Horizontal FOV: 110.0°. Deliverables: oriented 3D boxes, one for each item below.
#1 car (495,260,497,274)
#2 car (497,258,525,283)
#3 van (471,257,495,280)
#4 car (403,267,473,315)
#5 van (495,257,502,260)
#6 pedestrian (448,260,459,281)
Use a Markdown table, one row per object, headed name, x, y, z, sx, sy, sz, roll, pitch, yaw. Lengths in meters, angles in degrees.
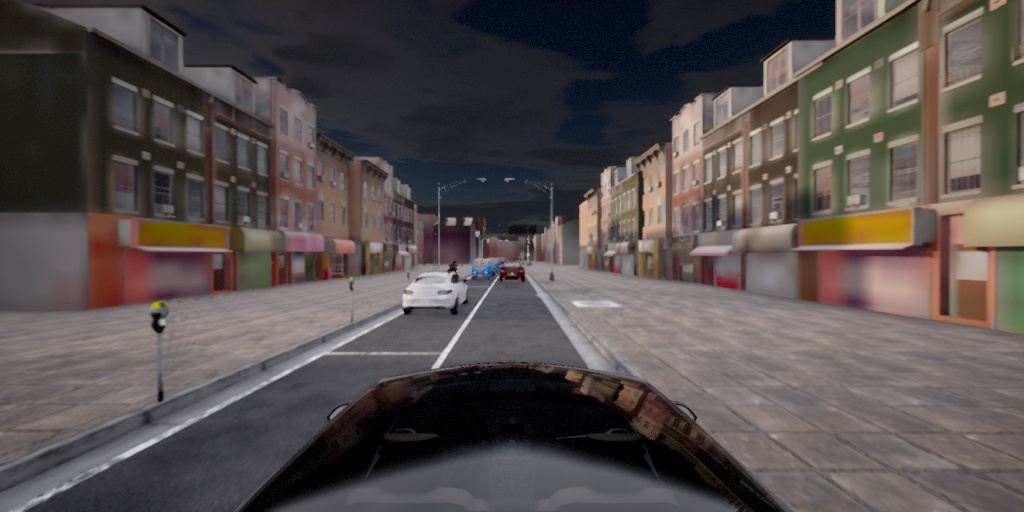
| name | x | y | z | sx | sy | sz | roll | pitch | yaw |
| --- | --- | --- | --- | --- | --- | --- | --- | --- | --- |
| car | -2.635 | 1.361 | 37.147 | 1.948 | 1.339 | 4.313 | 0 | 0 | 0 |
| car | 0.005 | 1.177 | 28.402 | 1.882 | 1.535 | 5.008 | 0 | 0 | 0 |
| van | -2.635 | 1.127 | 31.713 | 1.690 | 1.789 | 3.998 | 0 | 0 | 0 |
| car | -2.749 | 1.289 | 13.568 | 1.812 | 1.442 | 4.674 | 0 | 0 | 0 |
| van | -2.634 | 1.154 | 48.014 | 1.690 | 1.789 | 3.998 | 0 | 0 | 0 |
| pedestrian | -2.704 | 1.060 | 16.401 | 0.375 | 1.860 | 0.375 | 0 | 0 | 0 |
